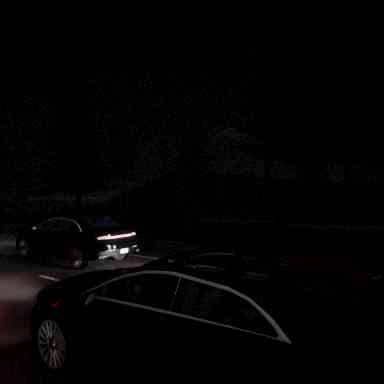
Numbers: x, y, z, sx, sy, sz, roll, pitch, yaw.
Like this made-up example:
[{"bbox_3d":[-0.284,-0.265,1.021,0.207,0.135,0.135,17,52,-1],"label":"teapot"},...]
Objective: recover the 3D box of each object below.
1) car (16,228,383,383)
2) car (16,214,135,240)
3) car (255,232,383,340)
[{"bbox_3d":[-0.021,1.490,4.002,4.902,1.511,2.128,0,0,35],"label":"car"},{"bbox_3d":[-3.925,1.478,11.001,4.902,1.511,2.128,0,0,36],"label":"car"},{"bbox_3d":[3.656,1.601,5.683,4.718,1.301,1.895,0,0,36],"label":"car"}]
